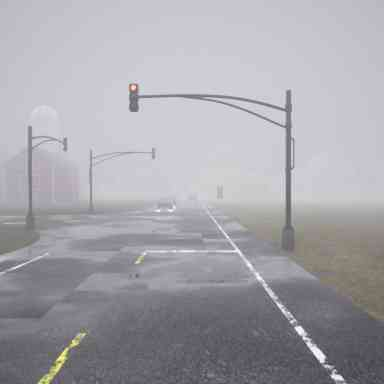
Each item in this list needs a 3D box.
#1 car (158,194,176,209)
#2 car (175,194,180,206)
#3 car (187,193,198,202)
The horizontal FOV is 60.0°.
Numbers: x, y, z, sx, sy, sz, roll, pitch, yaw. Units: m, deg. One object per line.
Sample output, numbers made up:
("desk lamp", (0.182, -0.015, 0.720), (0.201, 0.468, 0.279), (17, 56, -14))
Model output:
("car", (-3.558, 1.454, 45.141), (1.882, 1.535, 5.008), (0, 0, 0))
("car", (-3.538, 1.528, 55.449), (1.994, 1.385, 4.181), (0, 0, 0))
("car", (0.072, 1.153, 74.750), (2.150, 2.045, 5.566), (0, 0, 0))
